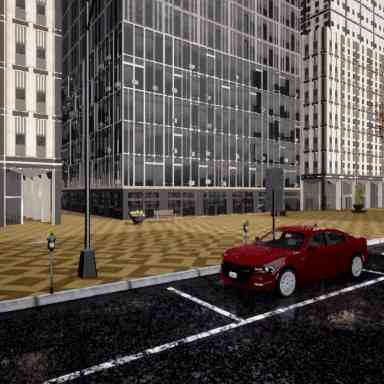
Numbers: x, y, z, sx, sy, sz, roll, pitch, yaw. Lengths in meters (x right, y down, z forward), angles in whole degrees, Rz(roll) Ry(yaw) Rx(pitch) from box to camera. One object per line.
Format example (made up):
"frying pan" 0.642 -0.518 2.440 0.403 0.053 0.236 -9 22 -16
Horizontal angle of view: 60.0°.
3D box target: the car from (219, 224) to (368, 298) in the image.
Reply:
"car" 2.716 1.545 8.505 4.507 1.381 1.887 0 0 -36
